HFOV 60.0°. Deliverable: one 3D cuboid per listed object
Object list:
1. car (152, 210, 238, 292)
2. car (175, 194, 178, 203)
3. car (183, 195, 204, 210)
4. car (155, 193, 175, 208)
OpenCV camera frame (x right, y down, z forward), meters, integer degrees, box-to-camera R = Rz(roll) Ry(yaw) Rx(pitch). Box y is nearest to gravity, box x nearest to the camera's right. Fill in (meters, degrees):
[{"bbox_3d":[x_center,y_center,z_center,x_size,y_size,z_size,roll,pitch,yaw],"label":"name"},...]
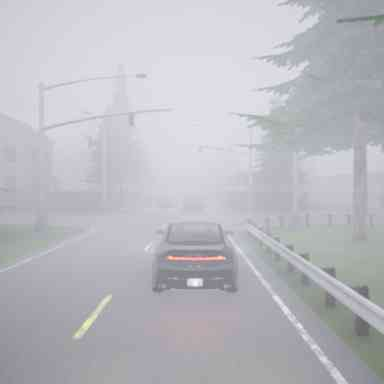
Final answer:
[{"bbox_3d":[0.076,1.447,8.720,1.837,1.490,4.892,0,0,0],"label":"car"},{"bbox_3d":[-3.472,1.095,58.886,1.882,1.535,5.008,0,0,1],"label":"car"},{"bbox_3d":[0.143,1.120,35.714,2.097,1.767,4.553,0,0,0],"label":"car"},{"bbox_3d":[-3.535,1.228,41.907,1.837,1.490,4.892,0,2,0],"label":"car"}]
